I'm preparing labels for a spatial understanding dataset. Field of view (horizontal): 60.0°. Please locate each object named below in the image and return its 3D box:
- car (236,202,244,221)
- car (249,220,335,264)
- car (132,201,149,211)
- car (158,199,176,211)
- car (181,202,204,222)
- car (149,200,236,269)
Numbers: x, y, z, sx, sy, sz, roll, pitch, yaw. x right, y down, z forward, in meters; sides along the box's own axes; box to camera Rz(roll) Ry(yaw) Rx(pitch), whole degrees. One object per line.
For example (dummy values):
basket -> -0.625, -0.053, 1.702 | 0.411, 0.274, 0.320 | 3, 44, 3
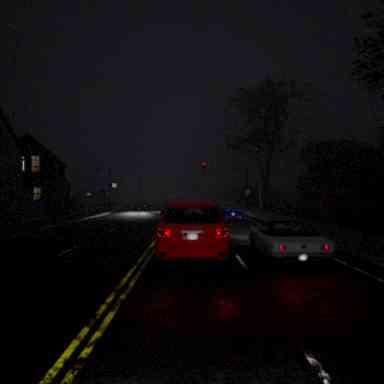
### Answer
car -> 3.315, 1.601, 28.911 | 1.882, 1.535, 5.008 | 0, 0, 1
car -> 3.290, 1.654, 12.016 | 1.895, 1.301, 4.718 | 0, 0, 1
car -> -6.525, 1.775, 43.042 | 1.895, 1.301, 4.718 | 0, 0, 1
car -> -3.257, 1.728, 44.598 | 2.033, 1.411, 5.357 | 0, 0, 1
car -> 0.059, 1.646, 28.310 | 1.812, 1.442, 4.674 | 0, 0, 1
car -> 0.035, 1.274, 11.492 | 2.150, 2.045, 5.566 | 0, 0, 0
